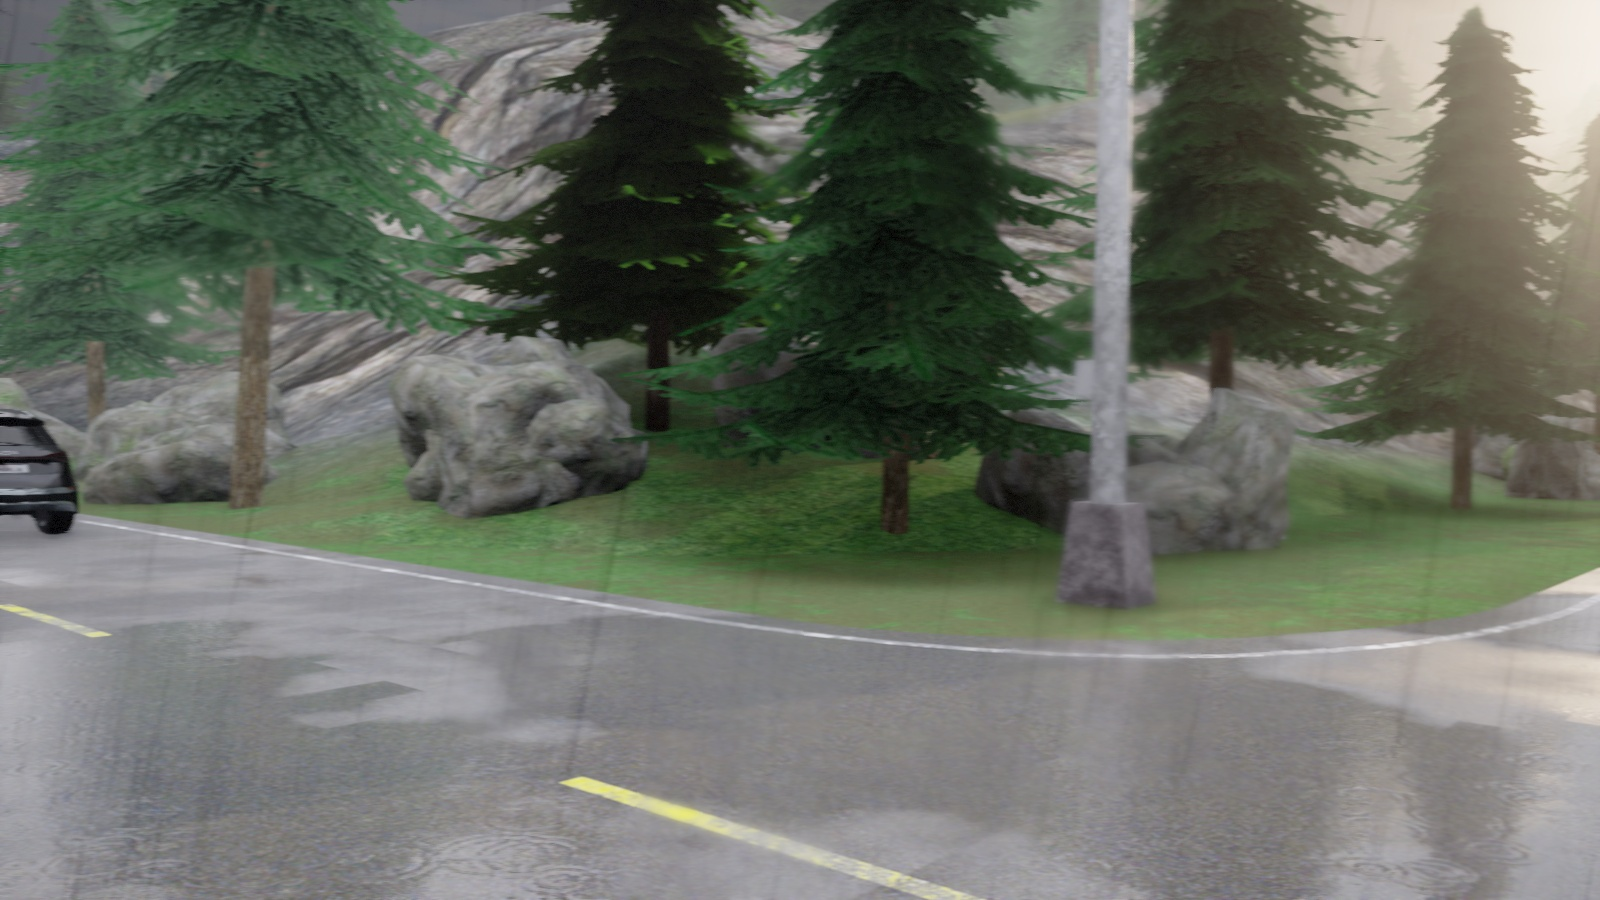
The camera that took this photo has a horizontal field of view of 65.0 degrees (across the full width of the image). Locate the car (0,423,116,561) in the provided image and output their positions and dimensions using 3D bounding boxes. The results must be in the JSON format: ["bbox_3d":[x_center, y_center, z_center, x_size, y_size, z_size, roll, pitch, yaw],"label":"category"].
[{"bbox_3d":[-11.232,0.488,16.858,4.856,1.649,2.033,1,2,41],"label":"car"}]
